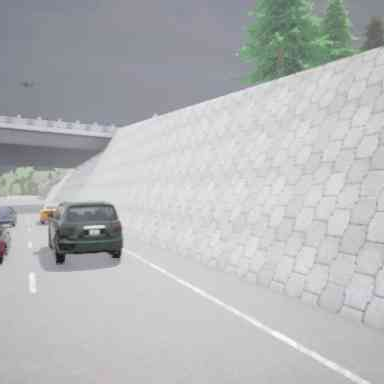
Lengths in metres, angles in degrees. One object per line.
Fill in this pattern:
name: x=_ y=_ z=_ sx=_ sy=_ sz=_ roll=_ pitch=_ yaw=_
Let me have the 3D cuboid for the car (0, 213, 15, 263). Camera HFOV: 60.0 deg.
car: x=-7.756 y=1.683 z=12.065 sx=1.994 sy=1.385 sz=4.181 roll=0 pitch=-1 yaw=-26

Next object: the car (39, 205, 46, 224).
car: x=-11.583 y=1.752 z=27.727 sx=1.882 sy=1.535 sz=5.008 roll=0 pitch=0 yaw=-26

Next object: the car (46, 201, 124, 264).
car: x=-4.204 y=1.353 z=12.760 sx=2.150 sy=2.045 sz=5.566 roll=0 pitch=0 yaw=-26

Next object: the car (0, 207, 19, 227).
car: x=-13.965 y=1.789 z=24.605 sx=2.033 sy=1.411 sz=5.357 roll=0 pitch=-1 yaw=-26
